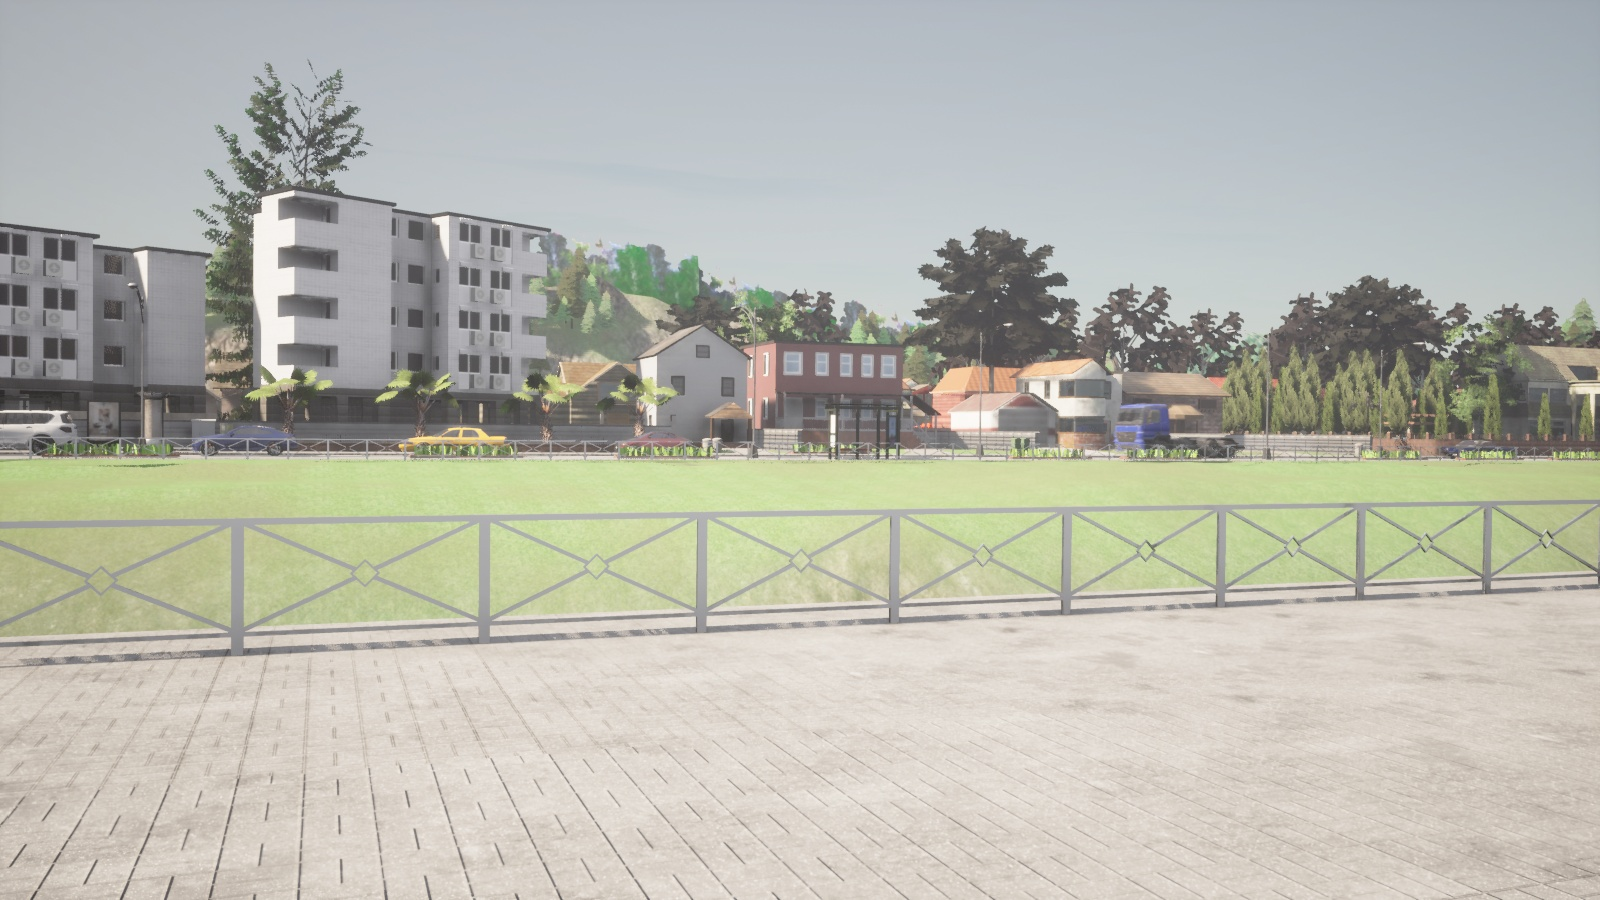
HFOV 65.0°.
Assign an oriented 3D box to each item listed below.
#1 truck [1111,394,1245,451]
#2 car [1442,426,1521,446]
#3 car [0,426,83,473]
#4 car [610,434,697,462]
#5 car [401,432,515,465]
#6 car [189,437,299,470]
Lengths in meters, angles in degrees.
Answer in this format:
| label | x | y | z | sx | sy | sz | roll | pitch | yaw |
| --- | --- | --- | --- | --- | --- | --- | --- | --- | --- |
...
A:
| label | x | y | z | sx | sy | sz | roll | pitch | yaw |
| --- | --- | --- | --- | --- | --- | --- | --- | --- | --- |
| truck | 23.701 | -1.722 | 78.770 | 7.936 | 3.462 | 2.891 | -1 | 1 | -21 |
| car | 44.772 | -0.928 | 82.503 | 4.718 | 1.301 | 1.895 | -1 | 1 | -21 |
| car | -35.514 | -0.015 | 56.302 | 5.566 | 2.045 | 2.150 | -1 | 1 | -21 |
| car | -7.803 | -0.141 | 66.817 | 4.181 | 1.385 | 1.994 | -1 | 1 | -20 |
| car | -17.202 | -0.106 | 63.255 | 5.366 | 1.575 | 1.801 | -1 | 1 | -21 |
| car | -26.378 | 0.136 | 59.771 | 4.674 | 1.442 | 1.812 | -1 | 1 | -21 |
